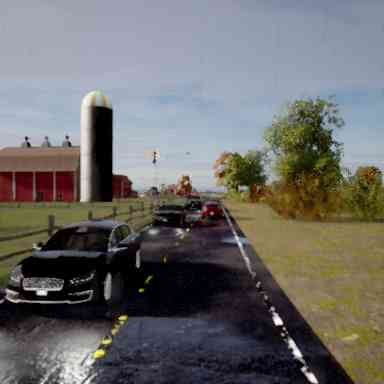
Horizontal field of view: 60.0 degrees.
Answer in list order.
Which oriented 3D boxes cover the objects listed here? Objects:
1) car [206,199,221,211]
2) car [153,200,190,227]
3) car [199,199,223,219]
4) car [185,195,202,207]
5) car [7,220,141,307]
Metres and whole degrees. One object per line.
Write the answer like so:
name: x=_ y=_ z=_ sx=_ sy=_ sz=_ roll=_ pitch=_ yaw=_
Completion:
car: x=2.911 y=1.678 z=44.074 sx=1.837 sy=1.490 sz=4.892 roll=0 pitch=0 yaw=5
car: x=-1.487 y=1.544 z=23.564 sx=1.882 sy=1.535 sz=5.008 roll=0 pitch=0 yaw=5
car: x=1.852 y=1.627 z=30.079 sx=1.812 sy=1.442 sz=4.674 roll=0 pitch=0 yaw=5
car: x=0.281 y=1.406 z=46.505 sx=2.150 sy=2.045 sz=5.566 roll=0 pitch=0 yaw=4
car: x=-2.528 y=1.521 z=8.298 sx=1.837 sy=1.490 sz=4.892 roll=0 pitch=0 yaw=3
